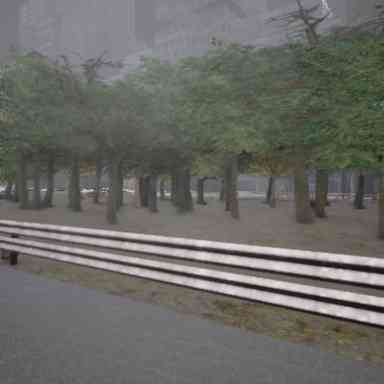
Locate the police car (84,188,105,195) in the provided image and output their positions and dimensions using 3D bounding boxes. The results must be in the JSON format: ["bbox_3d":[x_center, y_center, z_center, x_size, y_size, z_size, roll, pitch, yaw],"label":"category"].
[{"bbox_3d":[-21.346,-0.163,73.459,4.974,1.542,2.038,1,1,8],"label":"police car"}]
